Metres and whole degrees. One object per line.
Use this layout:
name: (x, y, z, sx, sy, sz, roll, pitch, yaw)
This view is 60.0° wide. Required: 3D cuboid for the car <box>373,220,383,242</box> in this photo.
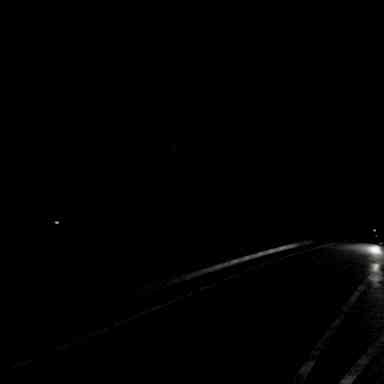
car: (11.186, 1.763, 17.066, 4.892, 1.490, 1.837, -1, -3, -35)
